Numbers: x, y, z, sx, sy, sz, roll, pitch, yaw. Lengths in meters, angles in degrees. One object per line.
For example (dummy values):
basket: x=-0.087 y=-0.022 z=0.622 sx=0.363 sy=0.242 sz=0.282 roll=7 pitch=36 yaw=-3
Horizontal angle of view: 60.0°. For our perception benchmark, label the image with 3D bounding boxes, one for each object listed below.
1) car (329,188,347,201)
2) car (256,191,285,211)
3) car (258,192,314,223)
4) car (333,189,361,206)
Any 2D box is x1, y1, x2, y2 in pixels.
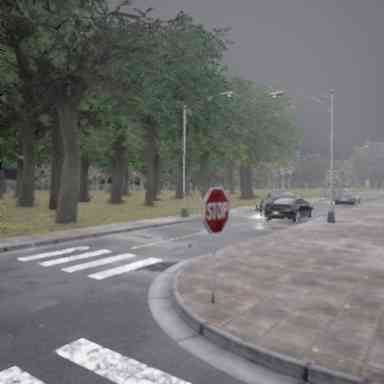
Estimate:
car: x=20.228 y=0.242 z=45.482 sx=2.097 sy=1.767 sz=4.553 roll=1 pitch=2 yaw=36
car: x=7.064 y=0.748 z=27.491 sx=2.097 sy=1.767 sz=4.553 roll=1 pitch=2 yaw=36
car: x=6.367 y=1.021 z=21.509 sx=1.882 sy=1.535 sz=5.008 roll=1 pitch=2 yaw=36
car: x=16.963 y=0.692 z=36.126 sx=1.994 sy=1.385 sz=4.181 roll=1 pitch=2 yaw=36
